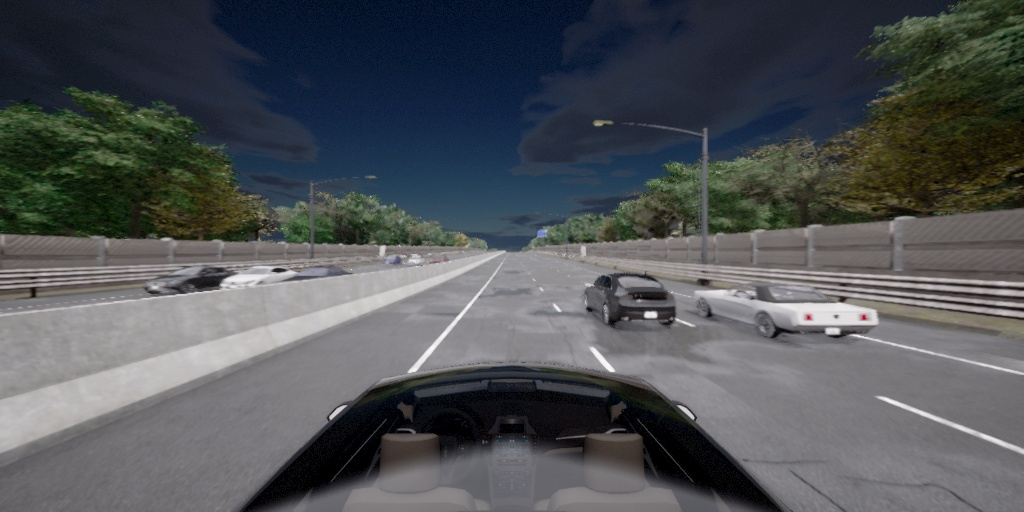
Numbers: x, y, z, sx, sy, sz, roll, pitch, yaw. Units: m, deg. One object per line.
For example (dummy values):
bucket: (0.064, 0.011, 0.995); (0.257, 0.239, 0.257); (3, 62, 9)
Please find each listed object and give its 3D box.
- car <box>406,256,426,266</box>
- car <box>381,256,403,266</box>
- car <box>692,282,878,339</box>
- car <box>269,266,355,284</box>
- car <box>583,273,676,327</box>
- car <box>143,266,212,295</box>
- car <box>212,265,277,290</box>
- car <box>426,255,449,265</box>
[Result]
car: (-13.984, 0.737, 52.589); (1.812, 1.442, 4.674); (0, 2, 0)
car: (-17.484, 0.738, 52.591); (1.812, 1.442, 4.674); (0, 2, 0)
car: (7.104, 1.382, 10.155); (1.895, 1.301, 4.718); (0, 0, 0)
car: (-10.592, 1.299, 19.998); (2.033, 1.411, 5.357); (0, 0, 0)
car: (3.604, 1.287, 11.728); (1.837, 1.490, 4.892); (0, 0, 0)
car: (-17.588, 1.278, 19.998); (1.812, 1.442, 4.674); (0, 0, 0)
car: (-14.088, 1.275, 20.412); (1.812, 1.442, 4.674); (0, 0, 0)
car: (-10.486, 0.579, 52.057); (2.097, 1.767, 4.553); (0, 1, 0)
